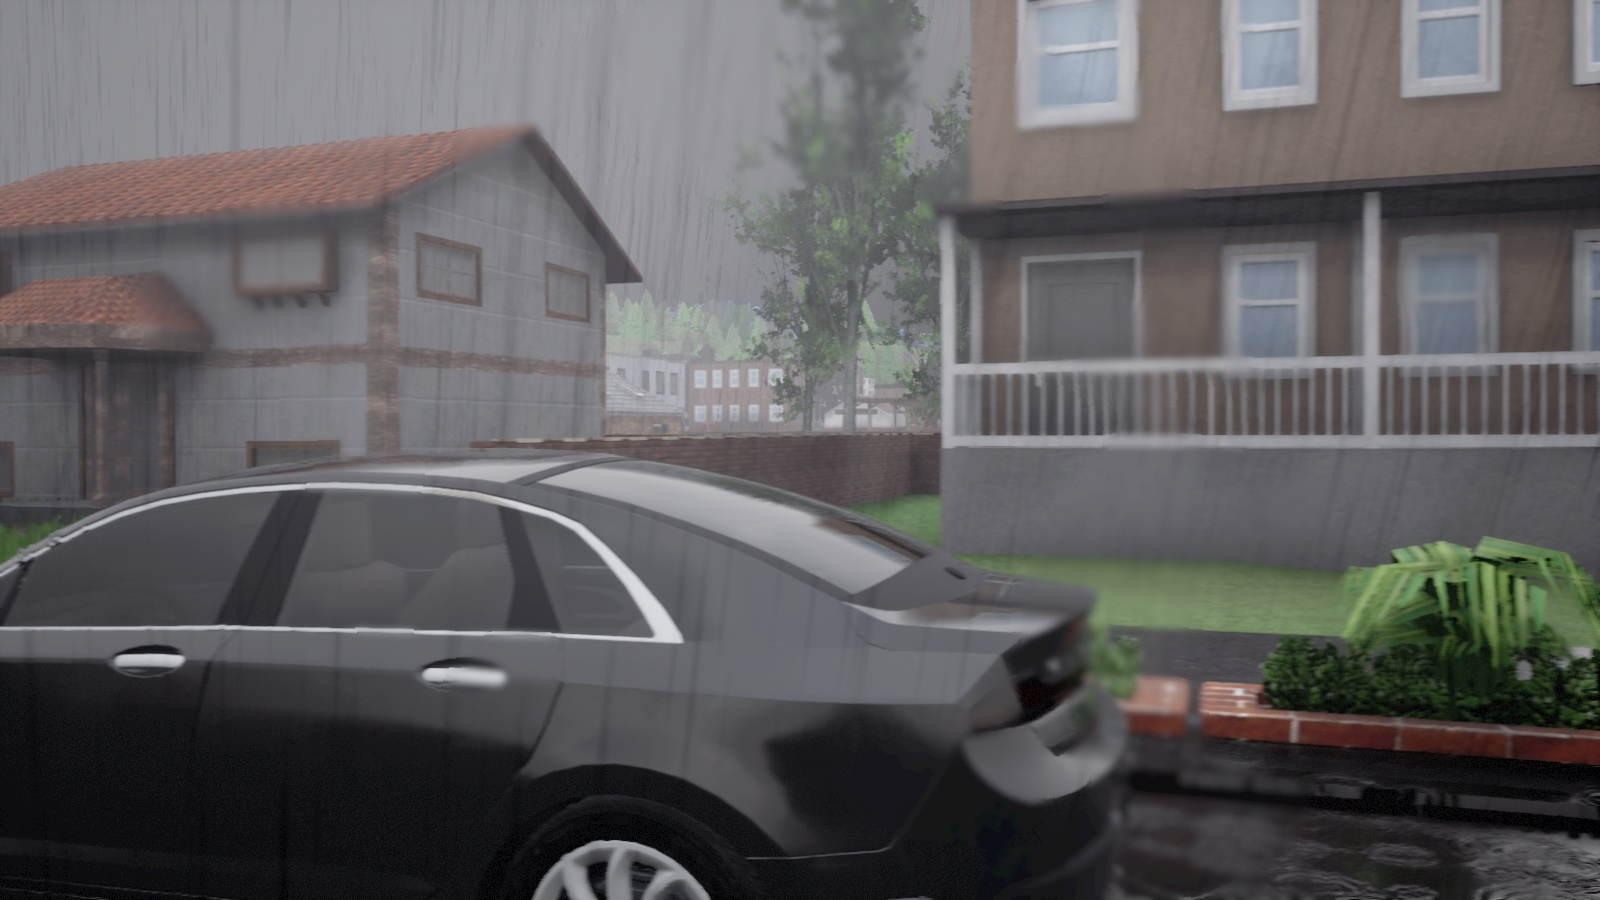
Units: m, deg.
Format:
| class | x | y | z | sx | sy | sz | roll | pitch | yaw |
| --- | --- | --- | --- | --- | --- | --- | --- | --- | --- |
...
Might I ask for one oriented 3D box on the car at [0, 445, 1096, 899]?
| class | x | y | z | sx | sy | sz | roll | pitch | yaw |
| --- | --- | --- | --- | --- | --- | --- | --- | --- | --- |
| car | -1.594 | 0.757 | 4.257 | 4.892 | 1.490 | 1.837 | 1 | 1 | 19 |
